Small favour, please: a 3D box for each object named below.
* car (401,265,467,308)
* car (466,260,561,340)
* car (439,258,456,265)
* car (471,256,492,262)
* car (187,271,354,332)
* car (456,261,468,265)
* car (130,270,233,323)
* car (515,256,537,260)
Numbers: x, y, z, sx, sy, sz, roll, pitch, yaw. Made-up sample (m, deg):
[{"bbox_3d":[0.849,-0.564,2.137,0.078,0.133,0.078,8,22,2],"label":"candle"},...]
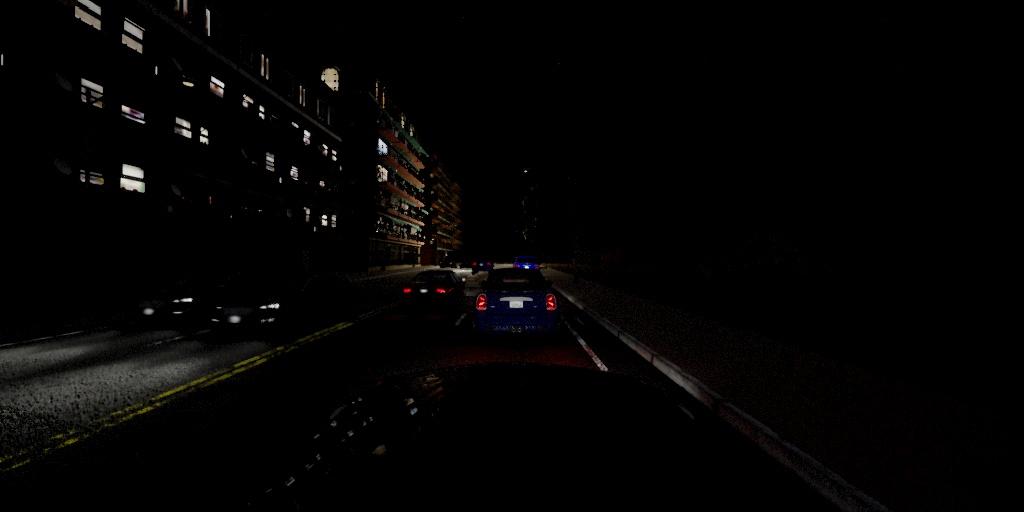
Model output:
[{"bbox_3d":[-3.143,1.300,15.299,2.033,1.411,5.357,0,0,0],"label":"car"},{"bbox_3d":[0.102,1.104,10.150,2.097,1.767,4.553,0,0,0],"label":"car"},{"bbox_3d":[-9.815,1.105,55.144,2.097,1.767,4.553,0,0,0],"label":"car"},{"bbox_3d":[-3.132,0.977,39.458,2.150,2.045,5.566,0,0,0],"label":"car"},{"bbox_3d":[-6.597,1.243,10.980,2.128,1.511,4.902,0,0,0],"label":"car"},{"bbox_3d":[-6.572,1.354,52.923,1.895,1.301,4.718,0,0,0],"label":"car"},{"bbox_3d":[-9.846,1.243,12.169,2.128,1.511,4.902,0,0,0],"label":"car"},{"bbox_3d":[1.150,0.979,30.103,2.150,2.045,5.566,0,0,0],"label":"car"}]
